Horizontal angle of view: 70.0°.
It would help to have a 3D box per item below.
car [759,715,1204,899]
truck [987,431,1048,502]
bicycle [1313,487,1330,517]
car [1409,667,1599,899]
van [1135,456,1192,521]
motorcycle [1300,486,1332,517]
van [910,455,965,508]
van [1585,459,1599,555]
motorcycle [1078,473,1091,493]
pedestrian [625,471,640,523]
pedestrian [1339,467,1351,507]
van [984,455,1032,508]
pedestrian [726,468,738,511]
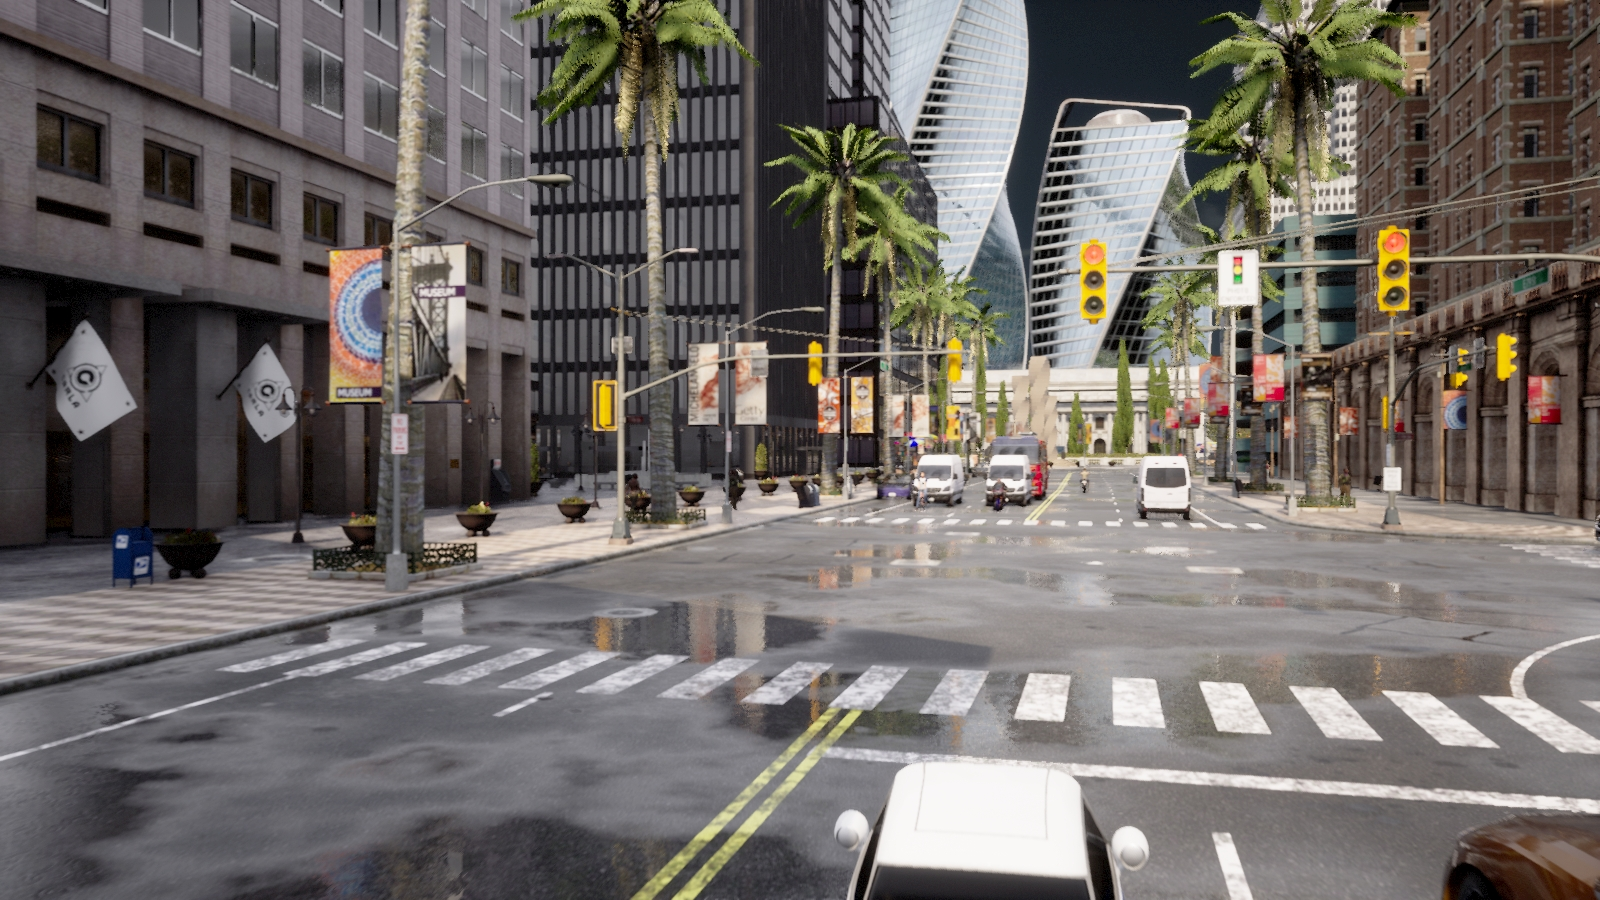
[{"bbox_3d":[0.795,2.120,4.935,1.481,1.376,2.207,0,0,11],"label":"car"},{"bbox_3d":[12.636,0.890,65.757,2.891,3.827,8.468,0,0,15],"label":"truck"},{"bbox_3d":[22.265,2.207,48.799,0.373,1.196,1.643,0,0,15],"label":"bicycle"},{"bbox_3d":[3.943,1.992,3.499,2.152,1.651,5.027,0,0,9],"label":"car"},{"bbox_3d":[15.319,1.535,48.333,1.988,2.561,5.915,0,0,15],"label":"van"},{"bbox_3d":[22.220,2.206,49.244,0.867,1.251,2.209,0,0,15],"label":"motorcycle"},{"bbox_3d":[7.093,1.534,58.394,1.988,2.561,5.915,0,0,15],"label":"van"},{"bbox_3d":[24.192,1.536,29.676,5.915,2.561,1.988,0,0,18],"label":"van"},{"bbox_3d":[18.951,2.170,76.056,0.764,1.277,2.356,0,0,15],"label":"motorcycle"},{"bbox_3d":[-6.050,1.696,41.300,0.375,1.860,0.375,0,0,33],"label":"pedestrian"},{"bbox_3d":[25.239,1.698,52.924,0.375,1.860,0.375,0,0,4],"label":"pedestrian"},{"bbox_3d":[10.654,1.535,58.176,1.988,2.561,5.915,0,0,15],"label":"van"},{"bbox_3d":[-2.947,1.697,49.358,0.375,1.860,0.375,0,0,38],"label":"pedestrian"}]
